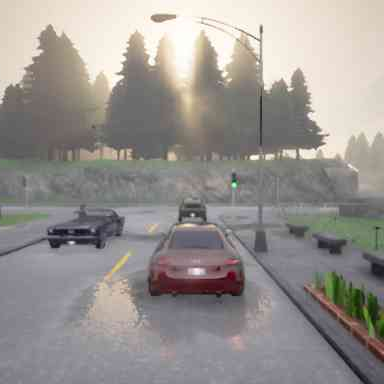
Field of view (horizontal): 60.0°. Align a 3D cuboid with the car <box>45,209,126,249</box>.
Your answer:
[{"bbox_3d":[-4.076,1.378,13.477,1.895,1.301,4.718,0,1,0],"label":"car"}]

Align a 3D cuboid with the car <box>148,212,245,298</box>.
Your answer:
[{"bbox_3d":[0.084,1.427,8.238,1.994,1.385,4.181,0,1,0],"label":"car"}]

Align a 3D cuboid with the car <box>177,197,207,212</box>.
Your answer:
[{"bbox_3d":[0.016,1.121,23.357,1.837,1.490,4.892,0,1,-1],"label":"car"}]
